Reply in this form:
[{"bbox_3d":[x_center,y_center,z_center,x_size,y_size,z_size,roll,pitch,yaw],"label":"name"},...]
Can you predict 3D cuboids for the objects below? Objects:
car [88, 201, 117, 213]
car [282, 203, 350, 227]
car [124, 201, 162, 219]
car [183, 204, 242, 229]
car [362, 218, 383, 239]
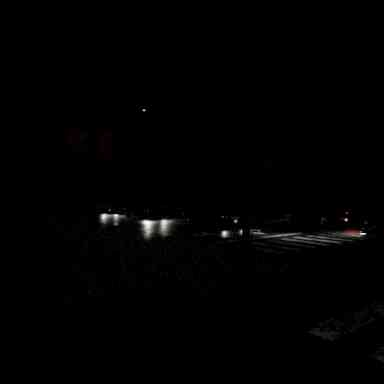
[{"bbox_3d":[-10.452,1.741,38.887,1.895,1.301,4.718,0,0,-36],"label":"car"},{"bbox_3d":[8.679,1.568,23.717,1.837,1.490,4.892,0,0,-36],"label":"car"},{"bbox_3d":[-4.550,1.579,30.652,1.882,1.535,5.008,0,0,-35],"label":"car"},{"bbox_3d":[1.272,1.554,22.541,2.128,1.511,4.902,0,0,-36],"label":"car"},{"bbox_3d":[10.406,1.585,15.731,1.994,1.385,4.181,0,0,-36],"label":"car"}]
